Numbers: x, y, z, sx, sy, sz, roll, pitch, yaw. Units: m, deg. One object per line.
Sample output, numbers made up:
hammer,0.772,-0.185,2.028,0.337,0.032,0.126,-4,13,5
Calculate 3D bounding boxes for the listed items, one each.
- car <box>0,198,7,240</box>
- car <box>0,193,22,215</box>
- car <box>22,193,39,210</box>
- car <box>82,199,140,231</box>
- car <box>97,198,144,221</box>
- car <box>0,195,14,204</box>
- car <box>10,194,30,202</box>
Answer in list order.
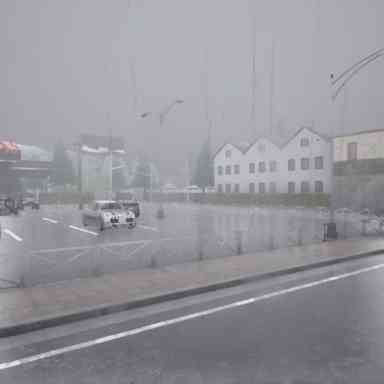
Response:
car,-9.665,1.169,14.375,2.152,1.636,5.027,0,0,-36
car,-17.207,1.113,30.348,1.932,1.855,4.605,0,0,-36
car,-19.101,1.092,38.662,1.905,1.878,3.866,0,0,-36
car,-4.629,1.247,18.365,1.970,1.475,3.806,0,0,-36
car,-5.742,1.313,26.231,2.007,1.523,4.514,0,0,-36
car,-38.404,1.495,66.658,4.611,1.667,2.242,0,0,-36
car,-38.162,1.328,73.786,3.866,1.878,1.905,0,0,-36
